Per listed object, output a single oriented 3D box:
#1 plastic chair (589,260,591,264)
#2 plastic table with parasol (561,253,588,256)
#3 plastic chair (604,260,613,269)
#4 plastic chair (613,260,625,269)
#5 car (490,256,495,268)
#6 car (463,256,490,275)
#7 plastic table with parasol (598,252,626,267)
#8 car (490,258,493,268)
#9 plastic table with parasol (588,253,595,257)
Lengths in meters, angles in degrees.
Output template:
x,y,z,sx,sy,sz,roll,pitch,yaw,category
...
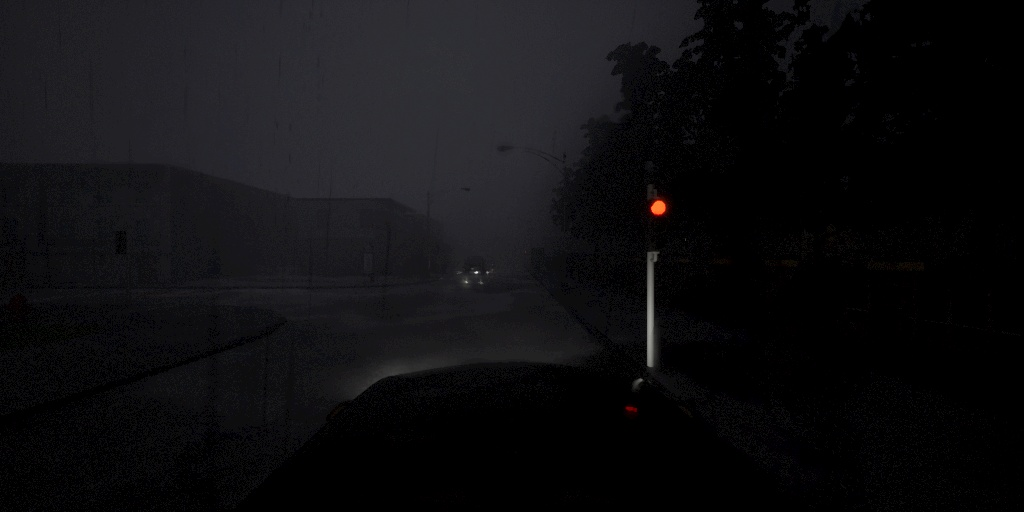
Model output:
x,y,z,sx,sy,sz,roll,pitch,yaw,category
13.769,1.304,62.410,0.730,1.272,0.750,0,0,-35,plastic chair
10.020,0.684,57.826,2.482,2.480,2.482,0,0,-40,plastic table with parasol
14.363,1.306,54.181,0.730,1.272,0.750,0,0,-35,plastic chair
16.069,1.296,54.083,0.750,1.272,0.730,0,0,-40,plastic chair
-4.023,0.971,60.513,2.150,2.045,5.566,0,0,1,car
-4.067,0.971,40.143,2.150,2.045,5.566,0,0,0,car
15.337,0.694,55.082,2.482,2.480,2.482,0,0,-40,plastic table with parasol
-4.053,1.351,50.320,1.895,1.301,4.718,0,0,0,car
14.722,0.673,63.297,2.482,2.480,2.482,0,0,-42,plastic table with parasol
